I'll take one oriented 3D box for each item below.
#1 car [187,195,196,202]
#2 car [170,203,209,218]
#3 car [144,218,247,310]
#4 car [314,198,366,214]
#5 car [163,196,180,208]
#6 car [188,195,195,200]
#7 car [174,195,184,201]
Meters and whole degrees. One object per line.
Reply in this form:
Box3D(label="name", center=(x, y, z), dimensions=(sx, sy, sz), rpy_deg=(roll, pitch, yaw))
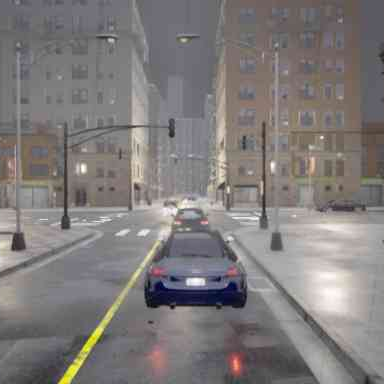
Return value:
Box3D(label="car", center=(-0.092, 1.471, 75.972), dimensions=(2.128, 1.511, 4.902), rpy_deg=(0, 0, 0))
Box3D(label="car", center=(-0.090, 1.505, 16.625), dimensions=(1.812, 1.442, 4.674), rpy_deg=(0, 0, -2))
Box3D(label="car", center=(0.082, 1.554, 7.881), dimensions=(1.994, 1.385, 4.181), rpy_deg=(0, 0, 0))
Box3D(label="car", center=(14.797, 1.394, 33.405), dimensions=(4.892, 1.490, 1.837), rpy_deg=(0, 0, 0))
Box3D(label="car", center=(-3.092, 1.561, 48.146), dimensions=(1.895, 1.301, 4.718), rpy_deg=(0, 0, 0))
Box3D(label="car", center=(-0.128, 1.378, 86.423), dimensions=(1.895, 1.301, 4.718), rpy_deg=(0, 0, 0))
Box3D(label="car", center=(-3.106, 1.478, 79.941), dimensions=(2.033, 1.411, 5.357), rpy_deg=(0, 0, 0))
